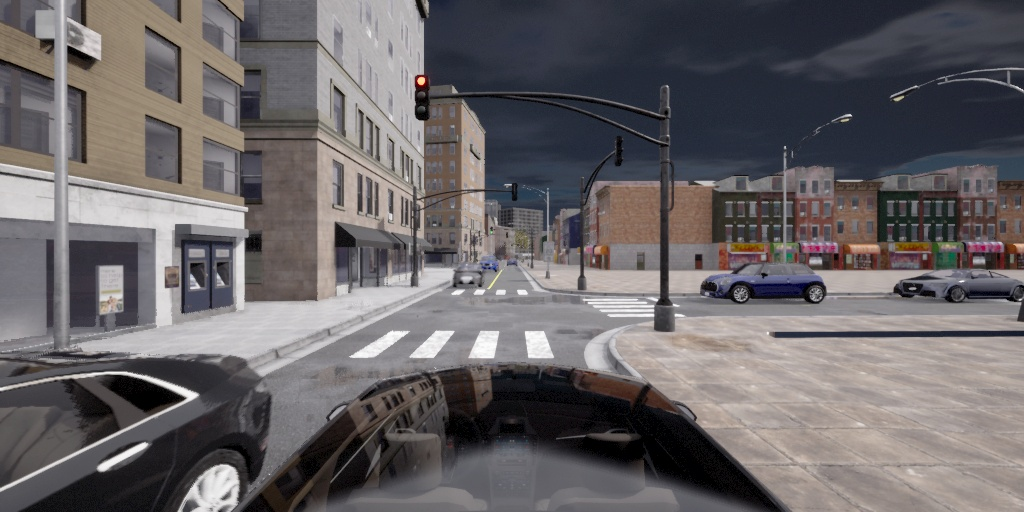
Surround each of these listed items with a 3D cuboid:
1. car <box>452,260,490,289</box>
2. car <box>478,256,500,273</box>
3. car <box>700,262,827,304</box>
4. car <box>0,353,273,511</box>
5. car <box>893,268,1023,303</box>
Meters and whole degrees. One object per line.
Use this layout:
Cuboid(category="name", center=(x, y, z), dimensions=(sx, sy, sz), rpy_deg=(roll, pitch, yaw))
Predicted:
Cuboid(category="car", center=(-2.759, 1.242, 23.468), dimensions=(2.128, 1.511, 4.902), rpy_deg=(0, 0, -2))
Cuboid(category="car", center=(-2.876, 0.980, 44.122), dimensions=(2.150, 2.045, 5.566), rpy_deg=(0, 0, 0))
Cuboid(category="car", center=(10.741, 1.053, 15.590), dimensions=(4.553, 1.767, 2.097), rpy_deg=(0, 0, 1))
Cuboid(category="car", center=(-2.849, 1.255, 0.913), dimensions=(1.837, 1.490, 4.892), rpy_deg=(0, 0, 0))
Cuboid(category="car", center=(19.420, 1.233, 15.617), dimensions=(4.181, 1.385, 1.994), rpy_deg=(0, 0, 0))
